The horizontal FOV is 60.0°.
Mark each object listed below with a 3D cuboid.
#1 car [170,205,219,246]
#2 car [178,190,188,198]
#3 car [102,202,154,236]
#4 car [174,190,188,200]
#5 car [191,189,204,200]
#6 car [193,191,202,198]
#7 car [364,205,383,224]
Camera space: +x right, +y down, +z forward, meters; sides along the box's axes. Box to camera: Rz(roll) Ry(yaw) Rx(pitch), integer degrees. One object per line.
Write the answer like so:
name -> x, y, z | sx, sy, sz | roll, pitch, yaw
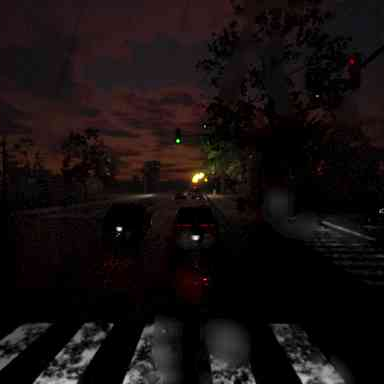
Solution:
car -> 0.127, 1.326, 14.396 | 1.837, 1.490, 4.892 | 0, 1, 0
car -> -2.004, 0.388, 73.030 | 1.882, 1.535, 5.008 | 0, 1, 1
car -> -3.116, 1.274, 16.722 | 1.837, 1.490, 4.892 | 0, 1, 0
car -> -2.243, 0.720, 63.002 | 1.994, 1.385, 4.181 | 0, 1, 1
car -> 0.997, 0.384, 62.566 | 2.150, 2.045, 5.566 | 0, 1, 1
car -> 1.246, 0.506, 72.985 | 1.895, 1.301, 4.718 | 0, 1, 1
car -> 12.448, 1.015, 19.039 | 4.553, 1.767, 2.097 | 0, 2, 3
